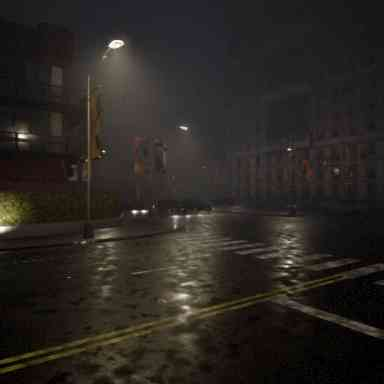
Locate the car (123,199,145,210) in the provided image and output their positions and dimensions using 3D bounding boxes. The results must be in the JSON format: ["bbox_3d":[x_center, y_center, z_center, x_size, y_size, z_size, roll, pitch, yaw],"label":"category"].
[{"bbox_3d":[-7.590,1.564,42.230,1.994,1.385,4.181,0,0,-35],"label":"car"}]

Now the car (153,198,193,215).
[{"bbox_3d":[-2.318,1.505,34.641,1.837,1.490,4.892,0,0,-35],"label":"car"}]

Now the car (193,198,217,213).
[{"bbox_3d":[0.206,1.478,37.142,1.882,1.535,5.008,0,0,-35],"label":"car"}]

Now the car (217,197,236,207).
[{"bbox_3d":[4.593,1.478,51.243,1.882,1.535,5.008,0,0,-35],"label":"car"}]

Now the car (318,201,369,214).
[{"bbox_3d":[16.001,1.601,35.301,4.718,1.301,1.895,0,0,41],"label":"car"}]
